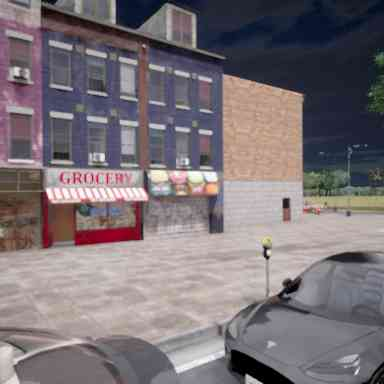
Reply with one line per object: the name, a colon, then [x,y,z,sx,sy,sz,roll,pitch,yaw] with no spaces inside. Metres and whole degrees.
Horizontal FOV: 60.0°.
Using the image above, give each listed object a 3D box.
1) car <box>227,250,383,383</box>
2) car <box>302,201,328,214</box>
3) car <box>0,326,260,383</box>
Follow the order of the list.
car: [2.421,1.572,4.546,4.313,1.339,1.947,0,-1,-35]
car: [14.632,1.897,41.825,2.097,1.767,4.553,-1,-1,-35]
car: [-2.006,1.550,1.393,4.403,1.369,2.008,0,-1,-35]
